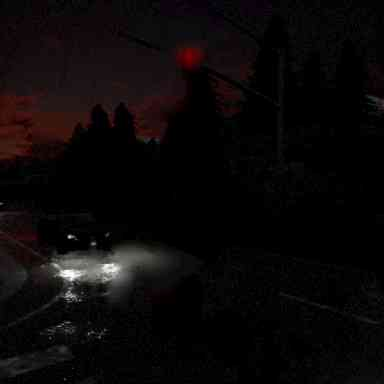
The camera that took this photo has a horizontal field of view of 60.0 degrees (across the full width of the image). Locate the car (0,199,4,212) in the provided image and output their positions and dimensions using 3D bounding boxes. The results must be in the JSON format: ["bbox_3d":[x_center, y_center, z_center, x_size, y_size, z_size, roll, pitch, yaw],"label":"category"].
[{"bbox_3d":[-20.089,1.060,33.165,1.837,1.490,4.892,0,0,-37],"label":"car"}]

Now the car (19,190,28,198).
[{"bbox_3d":[-34.408,0.462,72.146,4.605,1.855,1.932,0,0,-38],"label":"car"}]

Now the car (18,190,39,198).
[{"bbox_3d":[-36.264,0.439,73.886,3.866,1.878,1.905,0,0,-38],"label":"car"}]

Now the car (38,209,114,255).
[{"bbox_3d":[-4.746,1.438,13.147,1.812,1.442,4.674,0,1,-37],"label":"car"}]
